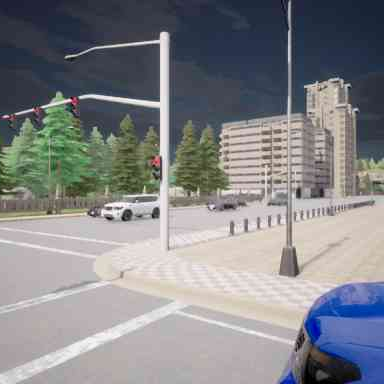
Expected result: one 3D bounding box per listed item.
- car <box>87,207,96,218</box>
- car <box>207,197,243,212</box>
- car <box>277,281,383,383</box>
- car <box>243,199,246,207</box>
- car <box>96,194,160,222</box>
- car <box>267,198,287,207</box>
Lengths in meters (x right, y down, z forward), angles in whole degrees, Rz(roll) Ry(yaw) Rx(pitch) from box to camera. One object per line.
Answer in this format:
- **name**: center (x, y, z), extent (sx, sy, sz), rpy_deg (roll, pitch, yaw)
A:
- **car**: center (-7.257, 1.564, 29.688), extent (1.994, 1.385, 4.181), rpy_deg (0, 0, 35)
- **car**: center (3.600, 1.491, 38.874), extent (2.128, 1.511, 4.902), rpy_deg (0, 0, 36)
- **car**: center (3.280, 1.221, 1.626), extent (5.566, 2.045, 2.150), rpy_deg (0, 0, 36)
- **car**: center (6.206, 1.493, 48.507), extent (2.128, 1.511, 4.902), rpy_deg (0, 0, 36)
- **car**: center (-4.720, 1.221, 27.217), extent (2.150, 2.045, 5.566), rpy_deg (0, 0, 35)
- **car**: center (13.458, 1.580, 52.537), extent (1.994, 1.385, 4.181), rpy_deg (0, 0, 35)
